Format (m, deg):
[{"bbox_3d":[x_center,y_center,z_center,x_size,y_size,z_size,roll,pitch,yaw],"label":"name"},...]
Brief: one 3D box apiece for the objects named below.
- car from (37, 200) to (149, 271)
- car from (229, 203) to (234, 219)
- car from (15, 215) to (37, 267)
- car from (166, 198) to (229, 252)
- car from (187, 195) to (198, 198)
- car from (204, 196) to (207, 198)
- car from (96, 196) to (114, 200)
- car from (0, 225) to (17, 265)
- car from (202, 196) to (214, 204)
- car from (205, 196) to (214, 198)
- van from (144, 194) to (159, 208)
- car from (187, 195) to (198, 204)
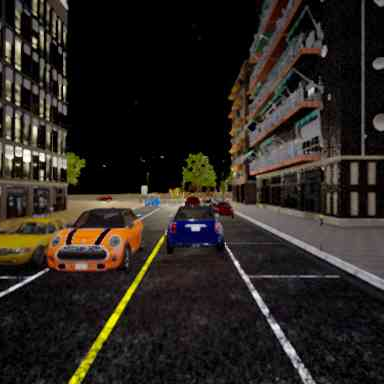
[{"bbox_3d":[-2.846,1.316,10.774,2.097,1.767,4.553,0,0,0],"label":"car"},{"bbox_3d":[2.577,1.489,28.048,1.802,1.307,4.206,0,0,0],"label":"car"},{"bbox_3d":[-5.309,1.488,11.314,1.752,1.417,4.829,0,0,0],"label":"car"},{"bbox_3d":[0.094,1.306,13.751,2.097,1.767,4.553,0,0,-1],"label":"car"},{"bbox_3d":[0.116,1.339,41.583,1.882,1.535,5.008,0,0,0],"label":"car"},{"bbox_3d":[2.683,1.384,50.152,2.008,1.369,4.403,0,0,0],"label":"car"},{"bbox_3d":[-20.560,1.558,78.896,4.206,1.307,1.802,-1,1,0],"label":"car"},{"bbox_3d":[-5.311,1.546,5.951,1.947,1.339,4.313,0,0,0],"label":"car"},{"bbox_3d":[2.718,1.351,58.081,1.887,1.381,4.507,0,0,0],"label":"car"},{"bbox_3d":[2.579,1.440,33.574,2.008,1.369,4.403,0,0,0],"label":"car"},{"bbox_3d":[-5.327,1.192,44.680,1.690,1.788,3.998,0,0,0],"label":"van"},{"bbox_3d":[0.121,1.332,57.971,1.812,1.442,4.674,0,0,0],"label":"car"}]
